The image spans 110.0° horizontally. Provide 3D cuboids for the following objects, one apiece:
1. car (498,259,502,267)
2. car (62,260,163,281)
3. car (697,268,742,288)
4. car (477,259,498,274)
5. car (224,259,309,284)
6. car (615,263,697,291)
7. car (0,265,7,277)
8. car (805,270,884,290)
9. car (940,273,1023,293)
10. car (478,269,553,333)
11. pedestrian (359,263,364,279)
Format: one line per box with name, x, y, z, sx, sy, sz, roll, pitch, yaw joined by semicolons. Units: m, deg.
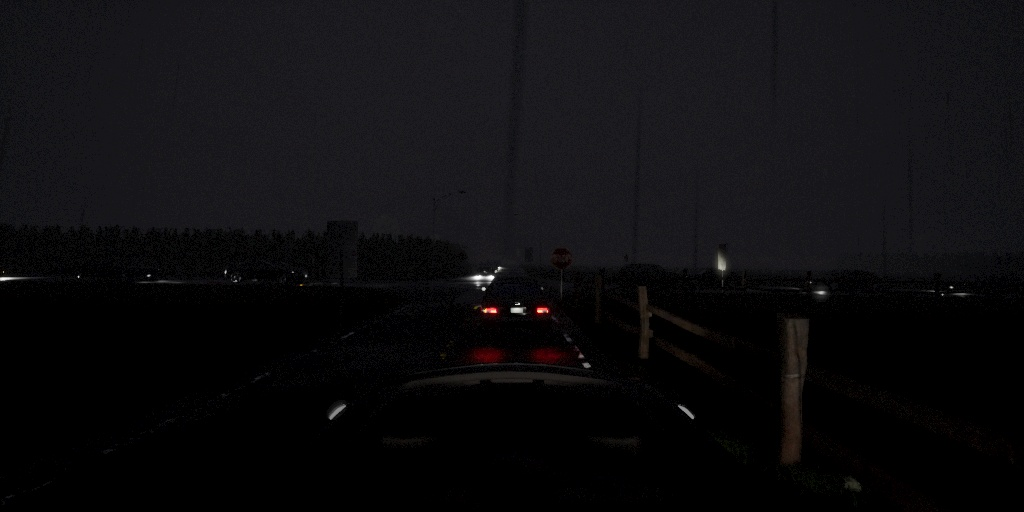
car;-2.950;1.306;51.961;2.033;1.411;5.357;0;0;0
car;-25.611;0.912;23.113;4.718;1.301;1.895;1;-1;0
car;14.376;1.576;26.261;4.674;1.442;1.812;1;-1;0
car;-2.928;1.358;40.552;1.895;1.301;4.718;0;0;0
car;-15.702;0.978;23.125;4.902;1.511;2.128;1;-1;1
car;9.206;1.286;23.569;4.553;1.767;2.097;1;-1;7
car;-35.632;0.699;23.070;4.181;1.385;1.994;1;-1;0
car;24.323;1.734;26.314;4.892;1.490;1.837;1;-1;0
car;34.956;1.968;26.360;5.357;1.411;2.033;1;-1;0
car;0.045;1.299;10.762;2.033;1.411;5.357;0;0;-1
pedestrian;-12.229;1.171;29.155;0.375;1.300;0.375;0;-2;0
